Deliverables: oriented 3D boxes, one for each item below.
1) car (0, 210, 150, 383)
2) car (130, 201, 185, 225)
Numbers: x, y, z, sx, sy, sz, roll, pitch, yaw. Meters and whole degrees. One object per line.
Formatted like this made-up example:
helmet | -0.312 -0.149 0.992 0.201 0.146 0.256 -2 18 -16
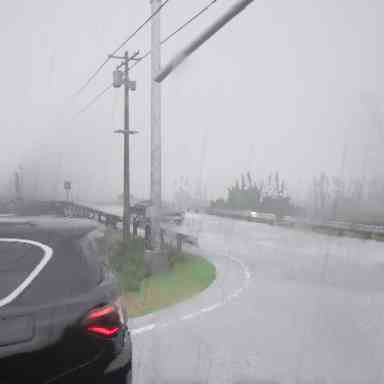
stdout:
car | -3.254 1.258 2.464 5.566 2.045 2.150 0 -2 -26
car | -2.297 1.243 20.405 1.895 1.301 4.718 0 3 -32
